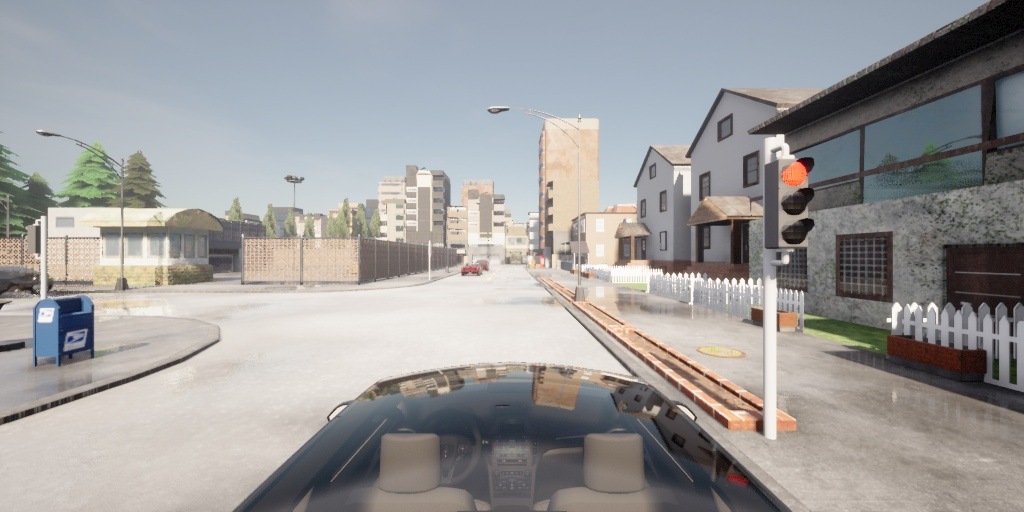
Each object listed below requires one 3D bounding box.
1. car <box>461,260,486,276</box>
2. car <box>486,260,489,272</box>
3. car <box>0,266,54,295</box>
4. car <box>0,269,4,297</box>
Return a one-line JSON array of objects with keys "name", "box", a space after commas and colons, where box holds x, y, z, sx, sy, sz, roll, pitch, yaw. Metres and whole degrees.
[{"name": "car", "box": [-4.113, 1.355, 37.256, 1.895, 1.301, 4.718, 0, 0, 0]}, {"name": "car", "box": [-4.102, 1.232, 47.872, 1.882, 1.535, 5.008, 0, 0, 0]}, {"name": "car", "box": [-25.503, 1.256, 17.455, 4.892, 1.490, 1.837, 0, 0, 0]}, {"name": "car", "box": [-22.434, 1.315, 13.282, 4.181, 1.385, 1.994, 0, 0, 0]}]
